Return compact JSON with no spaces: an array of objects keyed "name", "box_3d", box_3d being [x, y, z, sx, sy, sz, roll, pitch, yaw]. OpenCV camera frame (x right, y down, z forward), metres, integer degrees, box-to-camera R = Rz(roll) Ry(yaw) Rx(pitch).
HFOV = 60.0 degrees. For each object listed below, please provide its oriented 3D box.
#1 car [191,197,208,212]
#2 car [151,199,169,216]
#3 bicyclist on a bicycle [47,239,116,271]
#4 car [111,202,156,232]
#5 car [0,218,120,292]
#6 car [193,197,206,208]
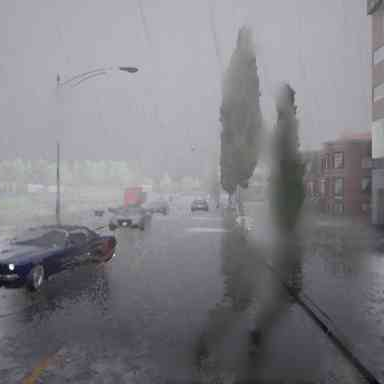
[{"name":"car","box_3d":[0.918,1.564,39.483,1.994,1.385,4.181,0,0,2]},{"name":"car","box_3d":[-3.348,1.506,33.100,1.837,1.490,4.892,0,0,2]},{"name":"bicyclist on a bicycle","box_3d":[-2.526,1.596,8.244,1.620,0.582,1.656,-27,-20,9]},{"name":"car","box_3d":[-3.647,1.564,20.232,1.994,1.385,4.181,0,0,1]},{"name":"car","box_3d":[-4.007,1.631,9.255,1.895,1.301,4.718,1,0,13]},{"name":"car","box_3d":[1.118,1.526,49.454,1.812,1.442,4.674,0,0,2]}]
